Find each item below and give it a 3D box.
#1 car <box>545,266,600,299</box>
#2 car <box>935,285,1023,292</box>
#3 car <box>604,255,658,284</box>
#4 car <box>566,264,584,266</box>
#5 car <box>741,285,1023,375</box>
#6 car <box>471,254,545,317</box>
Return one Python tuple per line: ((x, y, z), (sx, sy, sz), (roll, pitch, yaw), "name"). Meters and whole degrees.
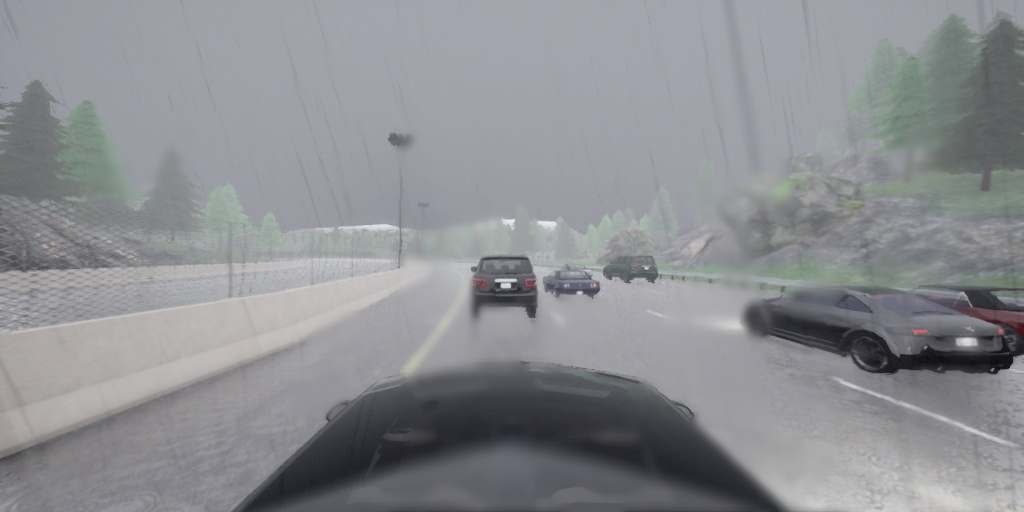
((2.818, 1.339, 18.043), (1.895, 1.301, 4.718), (0, 0, -5), "car")
((10.402, 1.327, 8.451), (1.895, 1.301, 4.718), (0, 0, -2), "car")
((8.897, 0.943, 27.212), (2.150, 2.045, 5.566), (0, 0, -7), "car")
((5.045, 1.329, 29.700), (1.895, 1.301, 4.718), (0, 0, -8), "car")
((6.905, 1.298, 7.485), (1.994, 1.385, 4.181), (0, 0, -2), "car")
((-0.336, 0.967, 13.255), (2.150, 2.045, 5.566), (0, 0, -3), "car")
